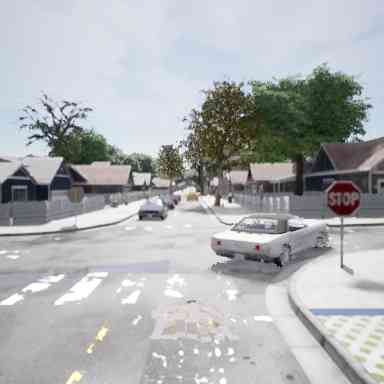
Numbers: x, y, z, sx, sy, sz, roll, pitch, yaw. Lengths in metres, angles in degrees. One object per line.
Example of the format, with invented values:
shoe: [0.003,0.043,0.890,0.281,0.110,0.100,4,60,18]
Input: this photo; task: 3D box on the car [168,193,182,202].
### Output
car: [-2.792,0.891,55.570,1.895,1.301,4.718,0,1,1]

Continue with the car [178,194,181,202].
car: [-2.835,1.018,45.338,1.895,1.301,4.718,0,1,0]

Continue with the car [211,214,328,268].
car: [2.714,1.365,10.658,1.895,1.301,4.718,0,2,40]

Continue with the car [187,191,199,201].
car: [0.104,0.740,57.815,1.882,1.535,5.008,0,1,0]

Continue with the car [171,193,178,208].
car: [-2.842,1.071,35.266,1.812,1.442,4.674,0,1,0]

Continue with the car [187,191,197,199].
car: [0.009,0.633,67.774,2.128,1.511,4.902,0,1,0]

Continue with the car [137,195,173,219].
car: [-2.847,1.223,25.242,2.033,1.411,5.357,0,1,0]
